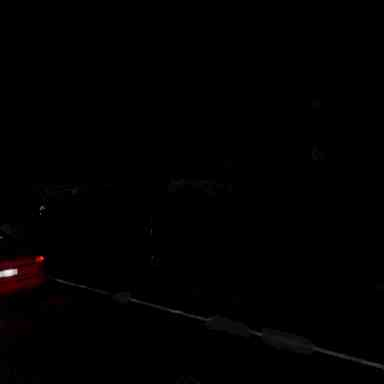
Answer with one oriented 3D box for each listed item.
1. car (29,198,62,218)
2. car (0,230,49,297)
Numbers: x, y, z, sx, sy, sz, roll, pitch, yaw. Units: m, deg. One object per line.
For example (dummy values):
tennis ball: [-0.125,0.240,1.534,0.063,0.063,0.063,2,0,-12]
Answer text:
car: [-11.954,1.313,29.492,2.097,1.767,4.553,0,0,35]
car: [-5.206,1.564,7.754,4.181,1.385,1.994,0,0,37]
